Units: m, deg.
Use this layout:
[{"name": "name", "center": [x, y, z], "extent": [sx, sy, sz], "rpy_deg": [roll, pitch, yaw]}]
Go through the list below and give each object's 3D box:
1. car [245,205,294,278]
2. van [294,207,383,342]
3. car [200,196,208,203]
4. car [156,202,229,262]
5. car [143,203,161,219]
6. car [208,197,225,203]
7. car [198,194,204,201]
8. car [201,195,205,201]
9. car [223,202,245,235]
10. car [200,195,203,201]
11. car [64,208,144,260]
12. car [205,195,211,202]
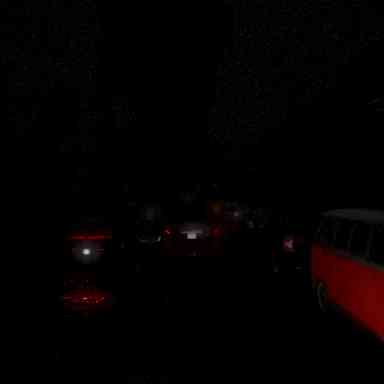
[{"name": "car", "center": [3.223, 1.410, 10.445], "extent": [2.185, 1.767, 4.553], "rpy_deg": [0, 0, 0]}, {"name": "van", "center": [3.224, 1.282, 5.068], "extent": [1.878, 1.987, 4.442], "rpy_deg": [0, 0, 0]}, {"name": "car", "center": [3.171, 1.941, 88.013], "extent": [1.946, 1.575, 5.366], "rpy_deg": [0, 0, 0]}, {"name": "car", "center": [0.014, 1.418, 12.537], "extent": [2.097, 1.767, 4.553], "rpy_deg": [0, 0, 0]}, {"name": "car", "center": [-3.235, 1.674, 28.107], "extent": [1.812, 1.442, 4.674], "rpy_deg": [0, 0, 0]}, {"name": "car", "center": [3.216, 1.679, 38.161], "extent": [1.946, 1.575, 5.366], "rpy_deg": [0, 0, 0]}, {"name": "car", "center": [3.189, 1.605, 71.282], "extent": [2.435, 2.045, 5.566], "rpy_deg": [0, 0, 0]}, {"name": "car", "center": [3.201, 1.798, 60.071], "extent": [2.231, 1.521, 4.892], "rpy_deg": [0, 0, 0]}, {"name": "car", "center": [3.221, 1.634, 21.398], "extent": [2.002, 1.452, 4.674], "rpy_deg": [0, 0, 0]}, {"name": "car", "center": [3.197, 1.827, 65.597], "extent": [2.231, 1.521, 4.892], "rpy_deg": [0, 0, 0]}, {"name": "car", "center": [-3.235, 1.575, 12.666], "extent": [1.837, 1.490, 4.892], "rpy_deg": [0, 0, 0]}, {"name": "car", "center": [3.217, 1.584, 43.471], "extent": [2.185, 1.767, 4.553], "rpy_deg": [0, 0, 0]}]
